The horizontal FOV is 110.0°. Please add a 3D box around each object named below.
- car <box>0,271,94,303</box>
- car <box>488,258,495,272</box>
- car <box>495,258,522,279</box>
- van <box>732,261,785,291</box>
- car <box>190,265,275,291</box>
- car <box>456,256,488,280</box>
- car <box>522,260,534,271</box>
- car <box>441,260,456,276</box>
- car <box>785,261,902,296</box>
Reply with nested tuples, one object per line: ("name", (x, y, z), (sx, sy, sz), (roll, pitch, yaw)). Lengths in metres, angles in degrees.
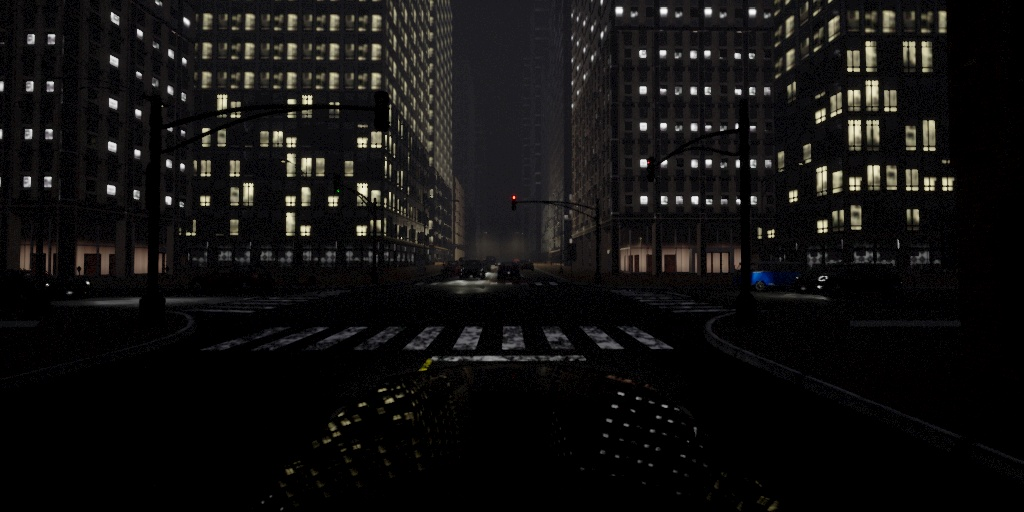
("car", (-21.534, 1.295, 15.654), (4.718, 1.301, 1.895), (0, -1, -1))
("car", (-3.690, 1.257, 46.063), (2.128, 1.511, 4.902), (0, 0, -1))
("car", (-0.312, 1.238, 32.474), (1.882, 1.535, 5.008), (0, 0, -1))
("van", (15.714, 1.209, 21.847), (3.998, 1.789, 1.690), (0, 0, -1))
("car", (-16.757, 1.255, 21.484), (4.097, 1.591, 1.967), (0, 0, -1))
("car", (-3.446, 1.113, 31.746), (2.097, 1.767, 4.553), (0, 0, -2))
("car", (2.066, 1.349, 48.388), (1.802, 1.307, 4.207), (0, 0, -1))
("car", (-6.164, 1.202, 37.065), (1.967, 1.591, 4.097), (0, 0, -1))
("car", (17.904, 1.175, 19.298), (4.553, 1.767, 2.097), (0, -1, -1))
